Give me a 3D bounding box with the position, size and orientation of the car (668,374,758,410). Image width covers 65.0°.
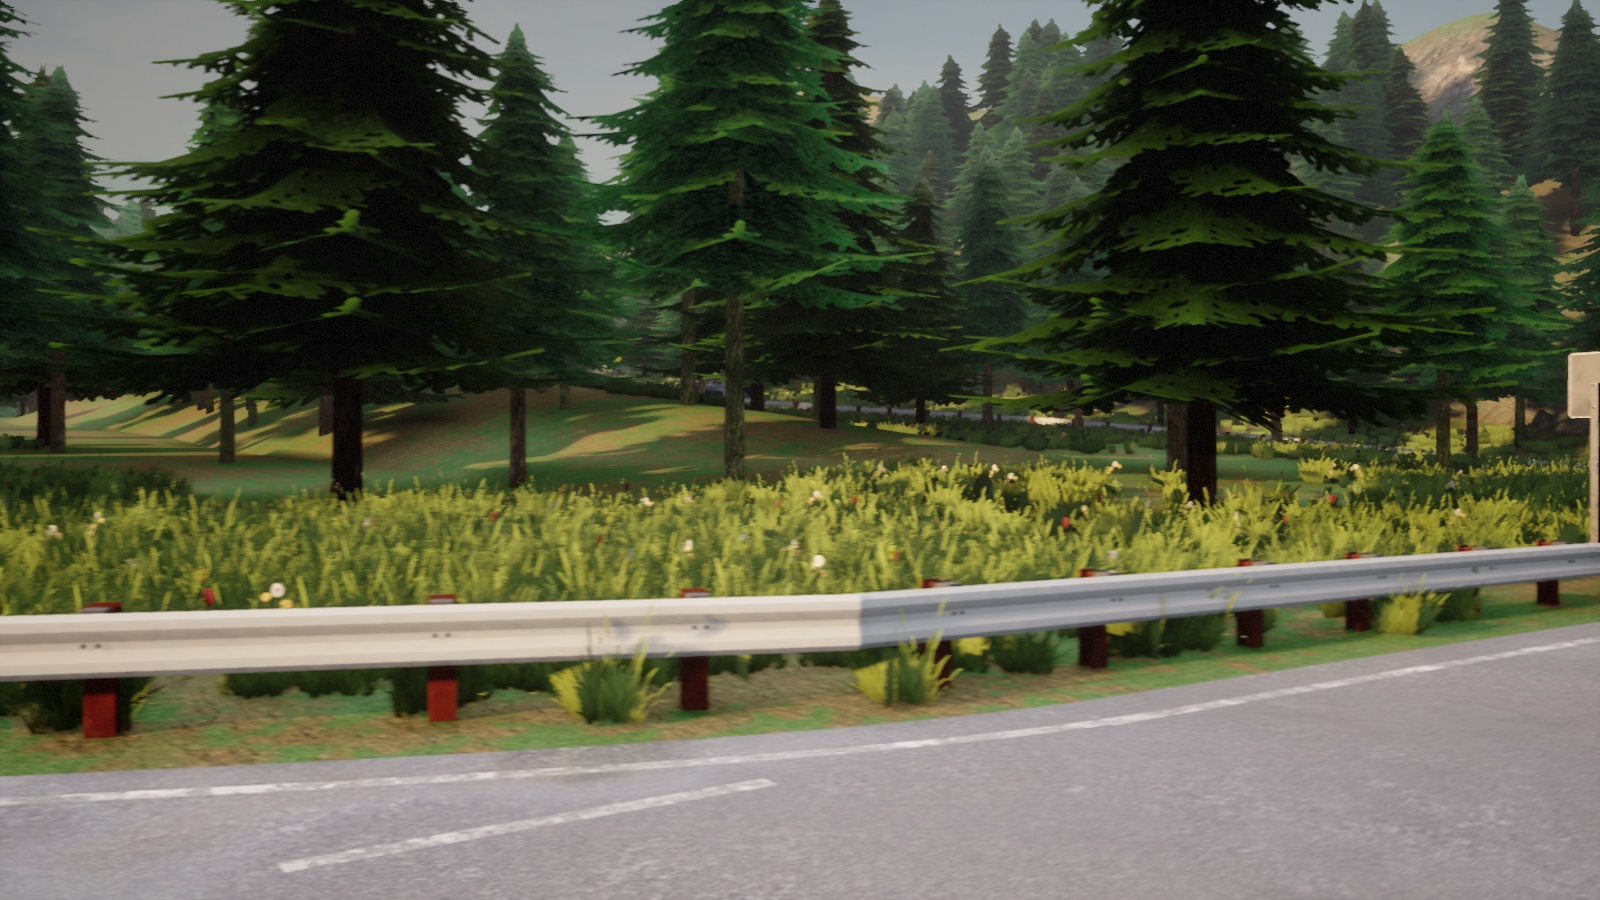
[{"bbox_3d":[-4.716,-3.119,67.325,4.856,1.649,2.033,7,5,44],"label":"car"}]
